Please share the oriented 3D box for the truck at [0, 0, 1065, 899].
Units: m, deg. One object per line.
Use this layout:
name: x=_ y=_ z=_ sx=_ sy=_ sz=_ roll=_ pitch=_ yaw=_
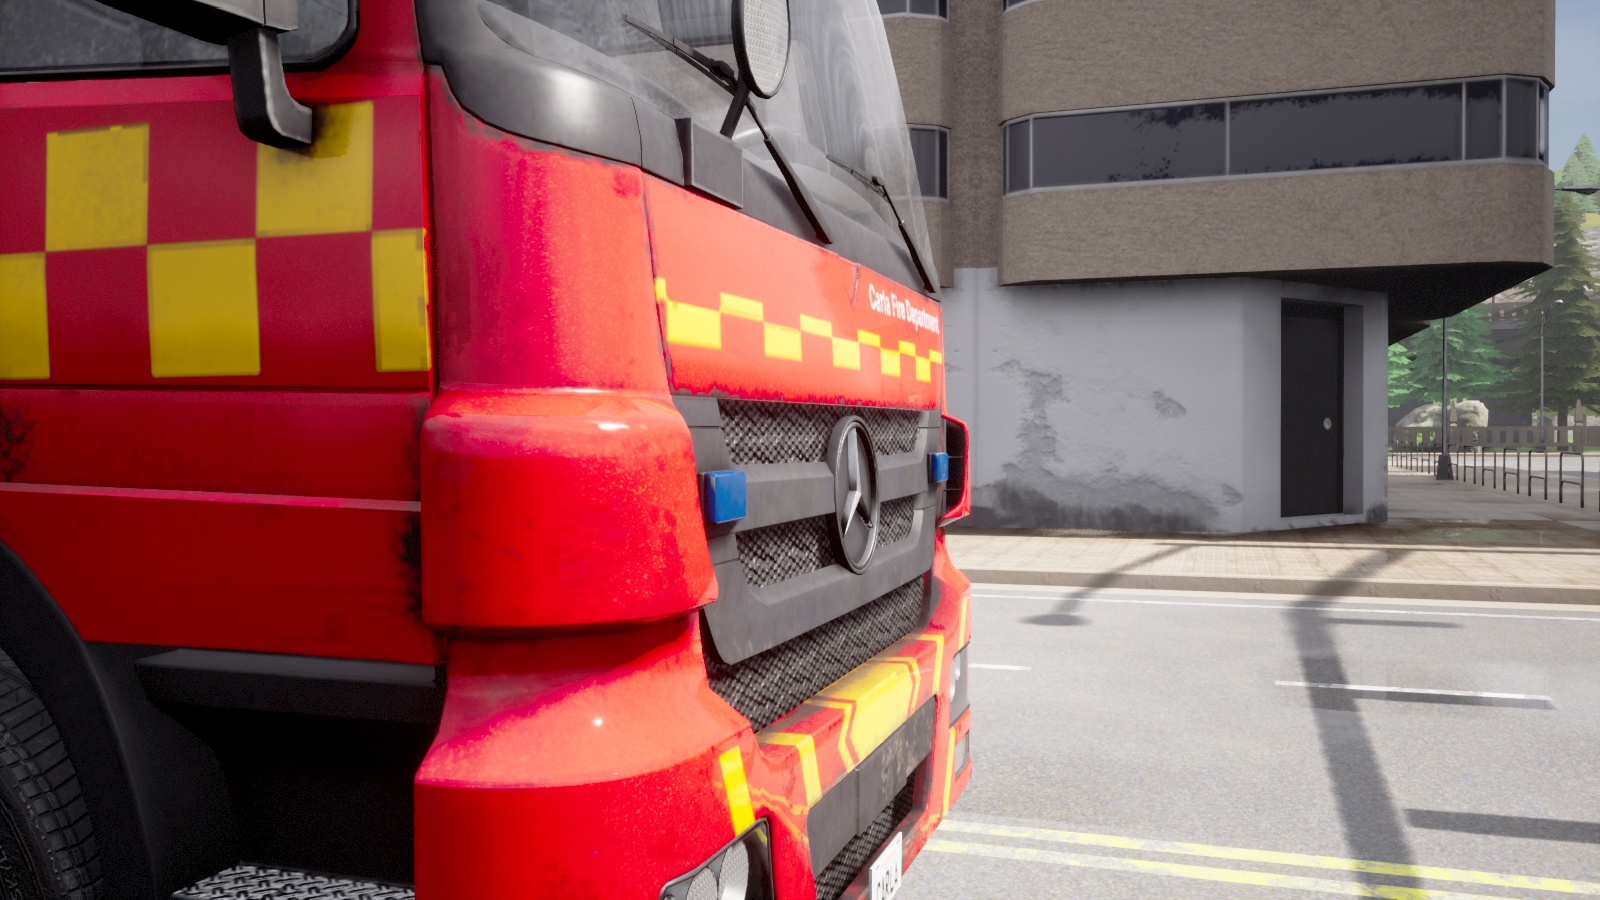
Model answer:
truck: x=-3.556 y=-0.422 z=4.371 sx=8.468 sy=3.827 sz=2.891 roll=1 pitch=1 yaw=19
